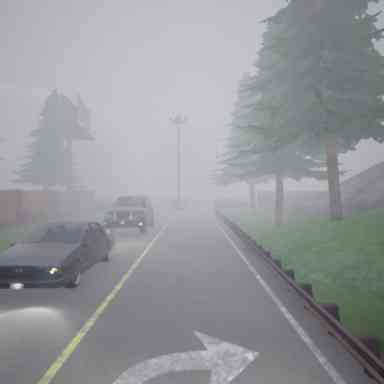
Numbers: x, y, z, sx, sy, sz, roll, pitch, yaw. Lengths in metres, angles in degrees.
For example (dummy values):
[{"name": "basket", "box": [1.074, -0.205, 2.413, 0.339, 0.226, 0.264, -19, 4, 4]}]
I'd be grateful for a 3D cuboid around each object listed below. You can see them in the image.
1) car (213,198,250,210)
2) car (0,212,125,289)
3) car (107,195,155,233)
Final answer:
[{"name": "car", "box": [5.217, 1.499, 44.016, 4.902, 1.511, 2.128, 0, -1, -13]}, {"name": "car", "box": [-3.573, 1.545, 9.473, 2.033, 1.411, 5.357, 0, 0, 0]}, {"name": "car", "box": [-3.554, 1.217, 19.887, 2.150, 2.045, 5.566, 0, 0, 1]}]
